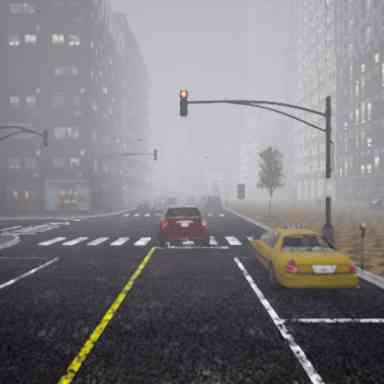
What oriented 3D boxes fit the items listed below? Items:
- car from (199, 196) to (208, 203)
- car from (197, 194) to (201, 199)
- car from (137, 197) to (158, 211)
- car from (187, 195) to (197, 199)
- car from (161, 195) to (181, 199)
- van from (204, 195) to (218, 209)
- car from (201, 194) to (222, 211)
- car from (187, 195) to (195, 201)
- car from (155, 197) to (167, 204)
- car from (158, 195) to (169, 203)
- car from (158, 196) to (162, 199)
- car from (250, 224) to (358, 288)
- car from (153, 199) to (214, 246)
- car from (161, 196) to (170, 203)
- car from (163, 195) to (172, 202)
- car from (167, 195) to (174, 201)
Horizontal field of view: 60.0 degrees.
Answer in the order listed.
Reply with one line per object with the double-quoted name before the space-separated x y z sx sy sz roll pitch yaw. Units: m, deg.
"car" 2.528 1.598 74.436 1.887 1.381 4.507 0 0 0
"car" 2.550 1.350 63.382 2.192 1.841 5.009 0 0 0
"car" -5.781 1.560 41.258 2.008 1.369 4.403 0 0 0
"car" -0.150 1.599 70.463 1.994 1.385 4.181 0 0 0
"car" -3.195 1.497 51.406 1.882 1.535 5.008 0 0 0
"van" 2.585 1.355 46.802 1.690 1.788 3.998 0 0 0
"car" 2.597 1.324 41.276 2.192 1.841 5.009 0 0 0
"car" -0.171 1.455 80.464 1.882 1.535 5.008 0 0 0
"car" -5.829 1.580 63.363 1.887 1.381 4.507 0 0 0
"car" -5.841 1.485 68.891 1.967 1.590 4.097 0 0 0
"car" -5.817 1.578 57.838 2.008 1.369 4.403 0 0 0
"car" 2.667 1.524 9.033 1.752 1.417 4.829 0 0 0
"car" -0.565 1.367 15.435 2.097 1.767 4.553 0 -1 -7
"car" -5.852 1.635 74.418 1.802 1.307 4.206 0 0 0
"car" -5.865 1.503 79.944 1.967 1.590 4.097 0 0 0
"car" -5.887 1.608 90.828 1.752 1.417 4.829 0 0 0
